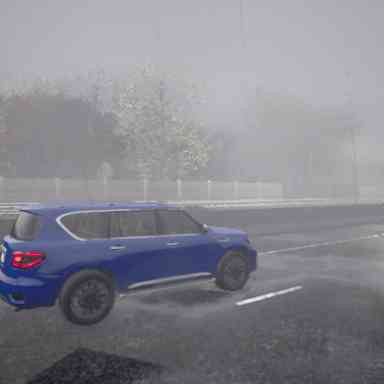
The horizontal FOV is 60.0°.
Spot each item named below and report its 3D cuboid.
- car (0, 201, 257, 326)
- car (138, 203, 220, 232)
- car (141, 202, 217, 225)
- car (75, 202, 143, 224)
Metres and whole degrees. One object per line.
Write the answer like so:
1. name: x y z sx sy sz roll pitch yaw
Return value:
1. car: -1.062 1.221 7.293 5.566 2.045 2.150 0 0 -35
2. car: -0.731 1.506 20.618 4.892 1.490 1.837 1 0 -35
3. car: -0.898 1.547 24.772 5.357 1.411 2.033 0 0 -35
4. car: -6.238 1.525 25.301 4.674 1.442 1.812 0 0 -35
